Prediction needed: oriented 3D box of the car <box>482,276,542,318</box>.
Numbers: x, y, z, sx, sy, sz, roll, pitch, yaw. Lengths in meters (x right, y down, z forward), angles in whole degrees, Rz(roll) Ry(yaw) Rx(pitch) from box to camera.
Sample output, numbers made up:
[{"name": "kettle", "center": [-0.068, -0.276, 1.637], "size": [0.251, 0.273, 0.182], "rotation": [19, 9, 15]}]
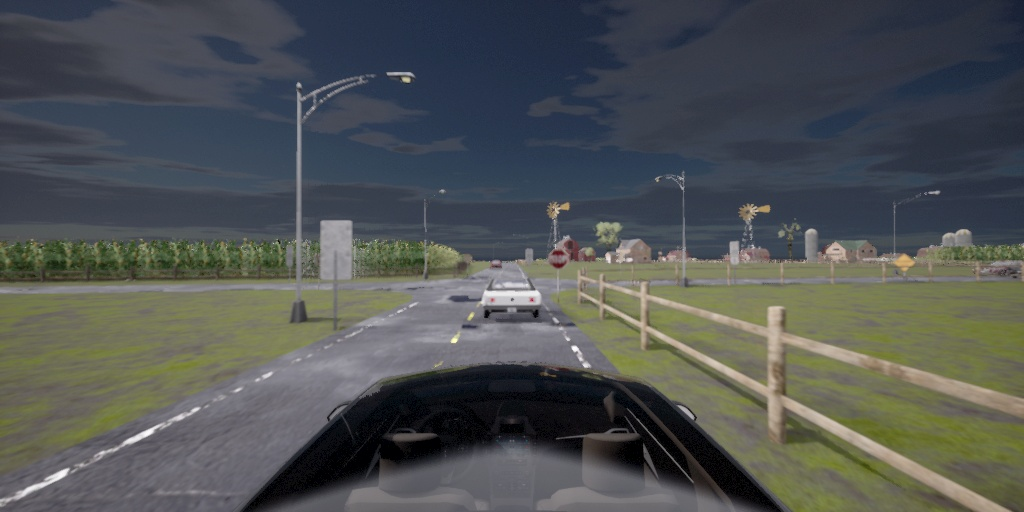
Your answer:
[{"name": "car", "center": [-0.078, 1.391, 13.255], "size": [1.895, 1.301, 4.718], "rotation": [0, 0, -2]}]

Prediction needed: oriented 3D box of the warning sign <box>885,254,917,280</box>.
[{"name": "warning sign", "center": [28.086, 0.776, 25.630], "size": [1.060, 1.860, 1.300], "rotation": [0, 0, -5]}]

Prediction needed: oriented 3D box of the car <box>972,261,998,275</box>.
[{"name": "car", "center": [44.402, 1.158, 32.262], "size": [4.674, 1.442, 1.812], "rotation": [0, 0, -4]}]

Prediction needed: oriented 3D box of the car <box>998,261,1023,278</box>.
[{"name": "car", "center": [43.713, 1.103, 29.360], "size": [4.902, 1.511, 2.128], "rotation": [0, 0, -4]}]

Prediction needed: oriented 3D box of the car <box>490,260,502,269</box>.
[{"name": "car", "center": [-2.782, 1.503, 63.269], "size": [1.882, 1.535, 5.008], "rotation": [0, 0, 1]}]
